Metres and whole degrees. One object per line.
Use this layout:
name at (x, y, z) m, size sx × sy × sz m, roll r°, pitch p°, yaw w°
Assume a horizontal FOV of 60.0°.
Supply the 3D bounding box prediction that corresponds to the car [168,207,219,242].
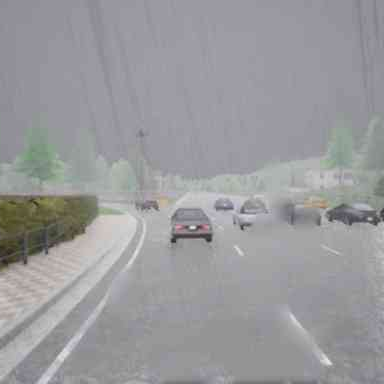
car at (-0.149, 1.477, 15.924) m, size 2.033 × 1.411 × 5.357 m, roll 0°, pitch 0°, yaw -4°

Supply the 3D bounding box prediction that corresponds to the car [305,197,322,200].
car at (14.112, 1.306, 39.068) m, size 1.882 × 1.535 × 5.008 m, roll 0°, pitch 0°, yaw 0°

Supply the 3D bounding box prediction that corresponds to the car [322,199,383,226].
car at (10.591, 1.428, 22.102) m, size 1.812 × 1.442 × 4.674 m, roll 0°, pitch 0°, yaw 0°

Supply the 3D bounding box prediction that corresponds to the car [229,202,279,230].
car at (3.605, 1.511, 20.280) m, size 1.895 × 1.301 × 4.718 m, roll 0°, pitch 0°, yaw 0°

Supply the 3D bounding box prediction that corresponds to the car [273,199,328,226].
car at (7.091, 1.427, 22.258) m, size 1.812 × 1.442 × 4.674 m, roll 0°, pitch 0°, yaw 0°

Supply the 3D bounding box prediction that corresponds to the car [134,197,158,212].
car at (-5.111, 1.343, 36.890) m, size 1.837 × 1.490 × 4.892 m, roll 0°, pitch 0°, yaw -22°

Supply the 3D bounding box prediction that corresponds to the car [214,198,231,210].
car at (3.610, 1.396, 38.219) m, size 1.994 × 1.385 × 4.181 m, roll 0°, pitch 0°, yaw 0°

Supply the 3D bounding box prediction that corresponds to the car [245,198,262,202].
car at (7.110, 1.396, 38.121) m, size 1.994 × 1.385 × 4.181 m, roll 0°, pitch 0°, yaw 0°
